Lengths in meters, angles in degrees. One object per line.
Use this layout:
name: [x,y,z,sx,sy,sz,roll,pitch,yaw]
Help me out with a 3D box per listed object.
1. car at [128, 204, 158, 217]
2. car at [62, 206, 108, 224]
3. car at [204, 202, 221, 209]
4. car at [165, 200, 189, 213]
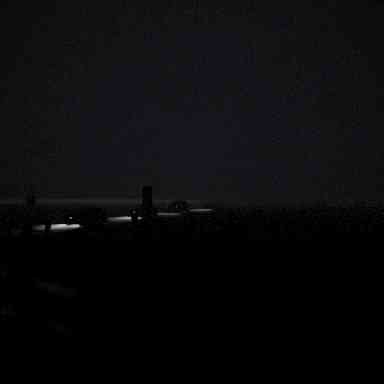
car: [-5.465,2.015,37.215,1.994,1.385,4.181,-1,-1,20]
car: [-8.791,1.866,27.592,1.994,1.385,4.181,-1,-1,17]
car: [3.766,2.452,61.130,1.895,1.301,4.718,-1,-1,23]
car: [-2.023,1.955,46.617,2.097,1.767,4.553,-1,-1,21]
